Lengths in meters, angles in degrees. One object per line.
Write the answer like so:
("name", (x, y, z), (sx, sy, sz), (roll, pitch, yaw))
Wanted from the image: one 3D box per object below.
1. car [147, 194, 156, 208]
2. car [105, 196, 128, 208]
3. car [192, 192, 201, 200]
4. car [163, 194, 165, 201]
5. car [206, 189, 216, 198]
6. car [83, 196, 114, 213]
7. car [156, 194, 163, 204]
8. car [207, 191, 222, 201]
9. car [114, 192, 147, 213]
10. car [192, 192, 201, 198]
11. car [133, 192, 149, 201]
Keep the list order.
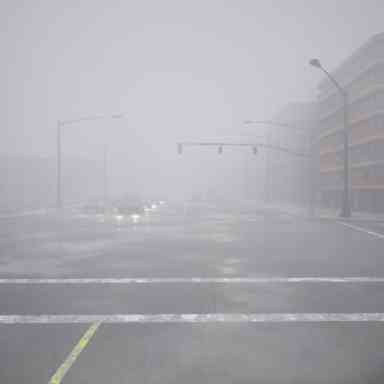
("car", (-6.281, 1.277, 43.414), (1.812, 1.442, 4.674), (0, 1, 0))
("car", (-9.780, 1.314, 43.519), (1.994, 1.385, 4.181), (0, 1, 0))
("car", (0.899, 0.959, 65.802), (1.895, 1.301, 4.718), (0, 1, 0))
("car", (-6.167, 1.012, 62.824), (1.895, 1.301, 4.718), (0, 1, 1))
("car", (4.437, 0.425, 75.928), (2.150, 2.045, 5.566), (0, 1, 0))
("car", (-9.811, 1.225, 34.876), (2.097, 1.767, 4.553), (0, 1, 0))
("car", (-6.242, 1.080, 52.695), (2.128, 1.511, 4.902), (0, 1, 0))
("car", (4.498, 0.967, 63.210), (1.994, 1.385, 4.181), (0, 1, 0))
("car", (-6.313, 1.226, 34.531), (2.097, 1.767, 4.553), (0, 1, 0))
("car", (0.934, 0.649, 75.778), (2.033, 1.411, 5.357), (0, 1, 0))
("car", (-9.661, 0.896, 63.214), (2.128, 1.511, 4.902), (0, 1, 1))
